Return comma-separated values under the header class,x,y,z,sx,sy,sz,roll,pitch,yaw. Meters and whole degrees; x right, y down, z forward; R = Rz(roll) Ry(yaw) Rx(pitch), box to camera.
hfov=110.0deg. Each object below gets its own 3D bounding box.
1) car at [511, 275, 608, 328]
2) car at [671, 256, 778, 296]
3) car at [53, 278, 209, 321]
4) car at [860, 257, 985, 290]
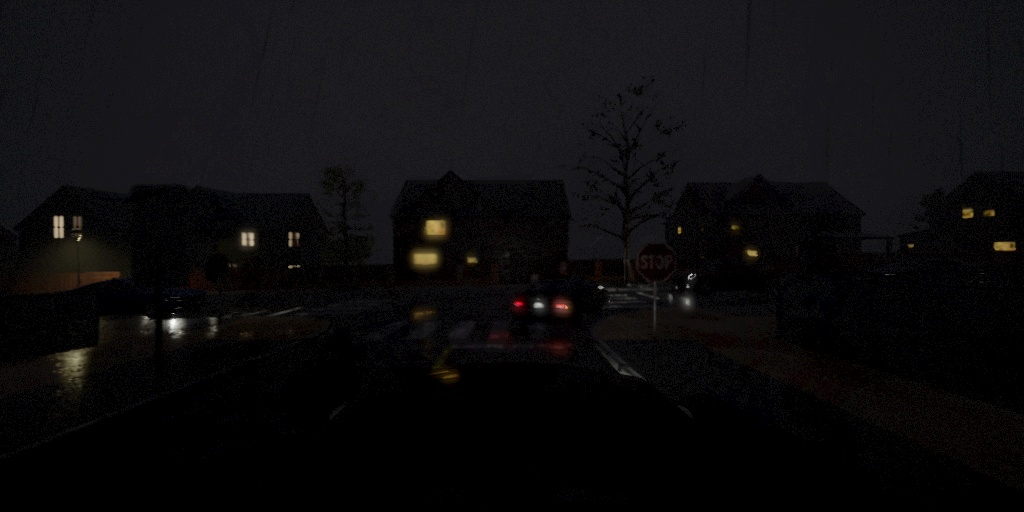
class,x,y,z,sx,sy,sz,roll,pitch,yaw
car,1.794,1.335,11.861,2.033,1.411,5.357,-1,1,25
car,10.178,0.892,17.342,4.553,1.767,2.097,-1,0,0
car,-15.085,1.638,14.368,5.008,1.535,1.882,-1,0,0
car,19.612,0.810,17.349,4.902,1.511,2.128,-1,0,0
